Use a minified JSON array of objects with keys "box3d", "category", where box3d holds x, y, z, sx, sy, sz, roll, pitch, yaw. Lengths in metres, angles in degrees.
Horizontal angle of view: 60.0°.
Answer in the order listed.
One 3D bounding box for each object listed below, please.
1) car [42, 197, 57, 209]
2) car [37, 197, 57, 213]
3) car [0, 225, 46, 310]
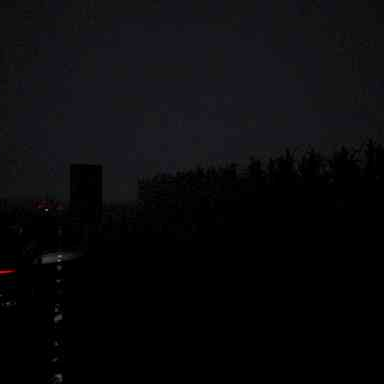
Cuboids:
[{"box3d":[-19.471,1.450,45.608,1.812,1.442,4.674,0,0,-21],"category":"car"},{"box3d":[-15.714,1.548,36.196,1.895,1.301,4.718,0,0,-21],"category":"car"},{"box3d":[-4.447,1.497,7.414,1.837,1.490,4.892,0,0,-21],"category":"car"}]
